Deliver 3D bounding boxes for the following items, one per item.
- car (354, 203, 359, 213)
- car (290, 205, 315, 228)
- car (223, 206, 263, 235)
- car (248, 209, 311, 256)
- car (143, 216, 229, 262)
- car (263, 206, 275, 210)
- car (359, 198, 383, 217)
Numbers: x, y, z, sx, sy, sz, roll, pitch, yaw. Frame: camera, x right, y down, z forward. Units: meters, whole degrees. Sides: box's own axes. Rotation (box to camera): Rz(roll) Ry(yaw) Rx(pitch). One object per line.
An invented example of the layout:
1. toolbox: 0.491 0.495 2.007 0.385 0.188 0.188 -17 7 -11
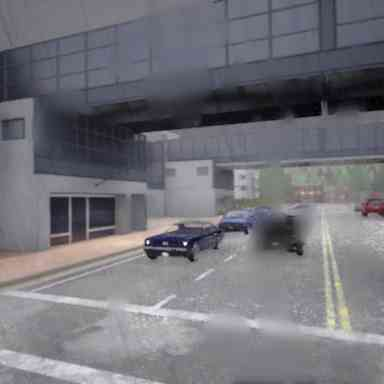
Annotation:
1. car: 24.450 2.247 47.719 1.994 1.385 4.181 -1 -1 21
2. car: 7.439 1.879 23.496 1.882 1.535 5.008 -1 -1 21
3. car: 3.264 1.911 22.409 1.882 1.535 5.008 -1 -1 21
4. car: 4.037 1.740 14.731 1.882 1.535 5.008 -1 -1 21
5. car: -0.132 1.896 13.647 1.895 1.301 4.718 -1 -1 21
6. car: 7.083 2.066 32.230 1.882 1.535 5.008 -1 -1 21
7. car: 20.668 1.748 37.866 2.150 2.045 5.566 -1 -1 23
